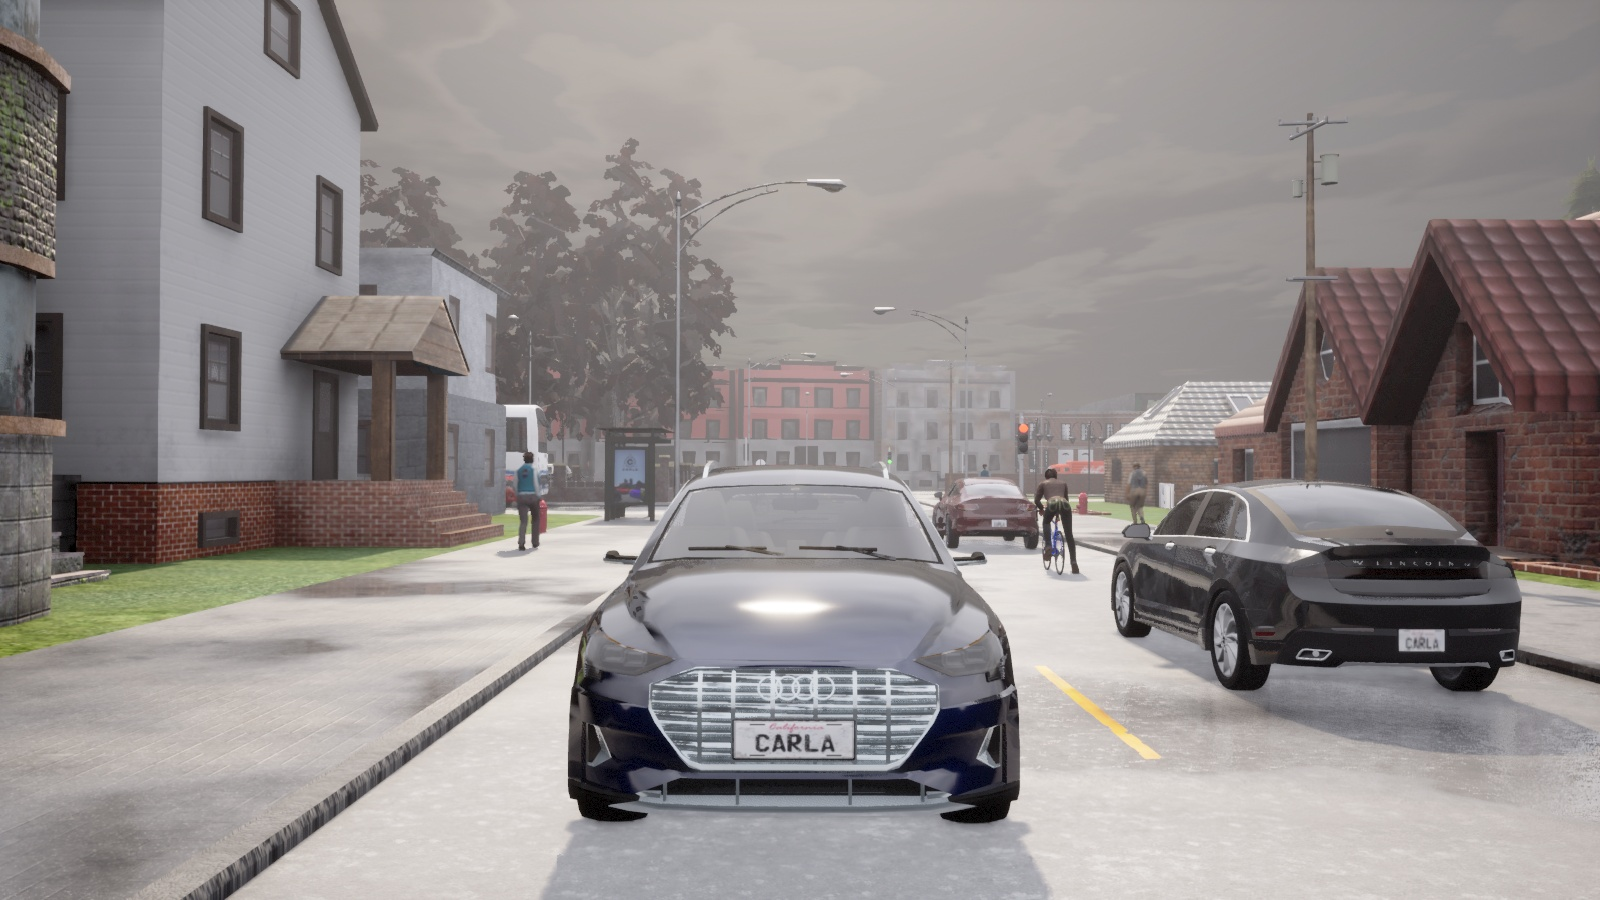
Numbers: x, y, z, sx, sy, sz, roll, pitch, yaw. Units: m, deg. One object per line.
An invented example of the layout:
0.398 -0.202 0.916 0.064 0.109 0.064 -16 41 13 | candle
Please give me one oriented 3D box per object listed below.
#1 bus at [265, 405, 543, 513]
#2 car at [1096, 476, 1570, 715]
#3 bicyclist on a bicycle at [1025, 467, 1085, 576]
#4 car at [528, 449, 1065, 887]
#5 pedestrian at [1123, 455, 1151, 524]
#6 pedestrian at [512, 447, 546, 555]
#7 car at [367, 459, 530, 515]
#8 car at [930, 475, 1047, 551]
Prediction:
-16.065 0.369 51.740 10.273 4.253 3.944 0 -1 -4 | bus
3.973 0.979 10.446 1.837 1.490 4.892 0 -1 0 | car
3.948 1.079 19.545 0.582 1.620 1.656 0 -1 0 | bicyclist on a bicycle
-0.020 0.865 7.198 2.033 1.649 4.856 0 -1 0 | car
9.026 1.052 33.670 0.540 1.848 0.694 0 -1 0 | pedestrian
-4.914 0.926 22.812 0.396 1.930 0.692 0 -1 7 | pedestrian
-13.247 1.385 47.561 5.566 2.045 2.150 0 -1 0 | car
3.920 1.274 26.825 1.812 1.442 4.674 0 -1 1 | car
